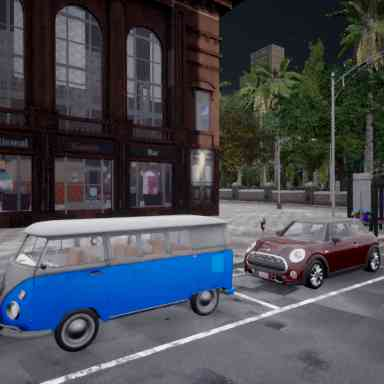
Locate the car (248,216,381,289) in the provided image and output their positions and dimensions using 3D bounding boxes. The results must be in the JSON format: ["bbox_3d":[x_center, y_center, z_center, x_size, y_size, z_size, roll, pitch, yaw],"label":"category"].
[{"bbox_3d":[3.306,1.439,9.052,4.097,1.590,1.967,0,0,-36],"label":"car"}]

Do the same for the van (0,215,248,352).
[{"bbox_3d":[-1.096,1.341,5.879,3.998,1.788,1.690,0,0,-36],"label":"van"}]
